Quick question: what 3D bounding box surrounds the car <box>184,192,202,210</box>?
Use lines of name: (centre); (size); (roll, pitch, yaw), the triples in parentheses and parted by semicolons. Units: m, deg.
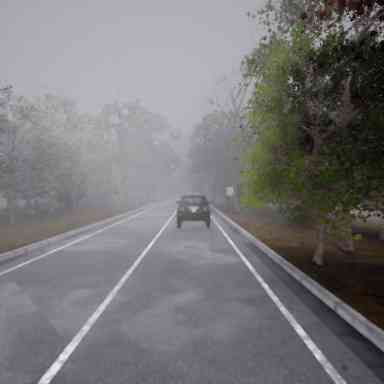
car: (0.097, 1.087, 42.301); (2.150, 2.045, 5.566); (0, 0, 0)

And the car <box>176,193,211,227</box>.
car: (0.097, 1.194, 22.840); (2.150, 2.045, 5.566); (0, 0, 0)
